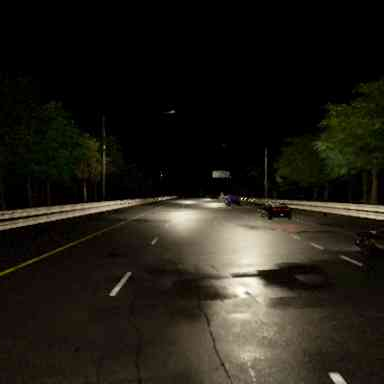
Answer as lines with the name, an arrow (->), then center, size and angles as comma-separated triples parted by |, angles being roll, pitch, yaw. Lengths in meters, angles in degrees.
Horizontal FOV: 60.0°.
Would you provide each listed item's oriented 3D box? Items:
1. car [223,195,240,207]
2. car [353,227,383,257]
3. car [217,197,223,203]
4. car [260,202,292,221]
car -> 7.187, 1.519, 58.762 | 2.150, 2.045, 5.566 | 0, 0, 0
car -> 7.004, 1.562, 10.082 | 2.033, 1.411, 5.357 | 0, 0, 0
car -> 7.375, 1.984, 82.854 | 1.812, 1.442, 4.674 | 0, 0, 1
car -> 7.043, 1.596, 28.346 | 2.128, 1.511, 4.902 | 0, 0, 0
